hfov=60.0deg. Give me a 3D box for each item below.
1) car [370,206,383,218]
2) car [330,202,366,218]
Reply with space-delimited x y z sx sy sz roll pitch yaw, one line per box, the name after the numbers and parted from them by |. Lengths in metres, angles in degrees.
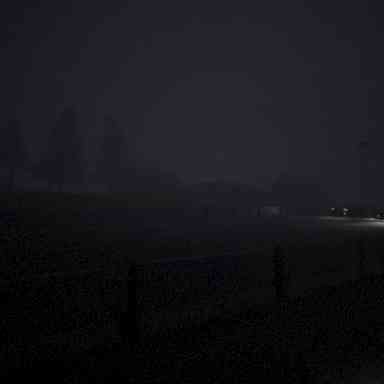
21.888 2.236 36.727 5.357 1.411 2.033 2 -1 -35 | car
17.944 1.981 38.238 4.553 1.767 2.097 2 -1 -35 | car
